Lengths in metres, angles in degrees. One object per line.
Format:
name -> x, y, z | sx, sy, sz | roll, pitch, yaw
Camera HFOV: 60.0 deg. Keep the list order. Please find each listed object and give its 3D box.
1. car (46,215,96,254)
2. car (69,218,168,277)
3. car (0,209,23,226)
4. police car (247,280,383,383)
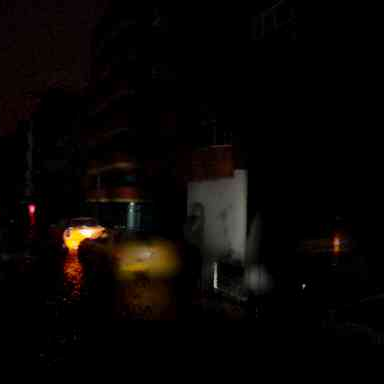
car -> -5.991, 1.967, 16.972 | 2.097, 1.767, 4.553 | -1, -1, -33
car -> -2.784, 1.972, 12.161 | 1.801, 1.575, 5.366 | 3, -3, -33
car -> -18.757, 2.682, 34.430 | 2.128, 1.511, 4.902 | 3, -3, -32
police car -> 2.728, 1.668, 3.728 | 1.930, 1.638, 5.238 | 2, -3, -33
